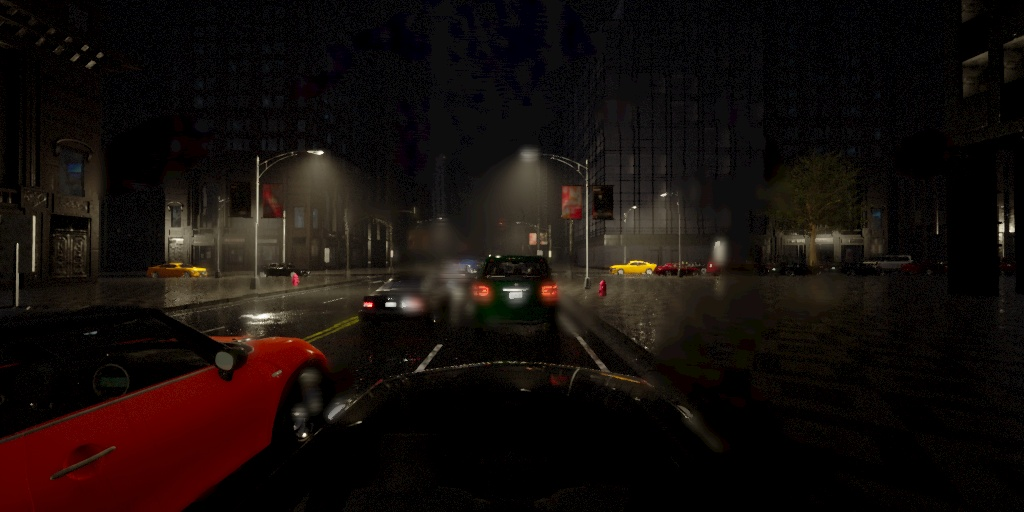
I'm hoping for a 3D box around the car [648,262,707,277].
[{"bbox_3d":[15.369,1.327,33.370,4.207,1.307,1.802,0,0,-1],"label":"car"}]

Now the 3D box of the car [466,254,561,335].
[{"bbox_3d":[0.115,0.979,10.670,2.150,2.045,5.566,0,0,0],"label":"car"}]

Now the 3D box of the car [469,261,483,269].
[{"bbox_3d":[-6.449,1.602,64.557,2.033,1.411,5.357,0,0,1],"label":"car"}]

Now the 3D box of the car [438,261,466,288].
[{"bbox_3d":[-3.121,1.280,21.491,2.128,1.511,4.902,0,0,0],"label":"car"}]

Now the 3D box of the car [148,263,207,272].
[{"bbox_3d":[-32.979,1.452,35.489,5.008,1.535,1.882,0,-1,0],"label":"car"}]

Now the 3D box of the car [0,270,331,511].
[{"bbox_3d":[-3.146,1.102,2.342,2.097,1.767,4.553,0,0,0],"label":"car"}]

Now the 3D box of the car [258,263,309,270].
[{"bbox_3d":[-22.556,1.432,35.460,4.892,1.490,1.837,0,-1,0],"label":"car"}]

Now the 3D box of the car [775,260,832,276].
[{"bbox_3d":[26.645,1.276,33.526,4.313,1.339,1.948,0,0,-1],"label":"car"}]

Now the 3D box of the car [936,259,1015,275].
[{"bbox_3d":[43.559,1.214,33.761,4.507,1.381,1.888,0,0,-1],"label":"car"}]

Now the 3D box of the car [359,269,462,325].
[{"bbox_3d":[-3.120,1.307,11.754,2.033,1.411,5.357,0,0,0],"label":"car"}]

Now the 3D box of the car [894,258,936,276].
[{"bbox_3d":[42.570,1.179,36.377,5.008,1.535,1.882,0,-1,0],"label":"car"}]

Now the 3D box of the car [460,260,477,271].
[{"bbox_3d":[-6.501,1.457,53.911,1.882,1.535,5.008,0,0,0],"label":"car"}]

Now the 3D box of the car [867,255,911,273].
[{"bbox_3d":[40.832,0.964,39.461,5.566,2.045,2.150,0,-1,0],"label":"car"}]

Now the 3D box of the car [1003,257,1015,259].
[{"bbox_3d":[49.197,0.973,33.839,5.009,1.841,2.192,0,0,-1],"label":"car"}]

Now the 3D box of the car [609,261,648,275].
[{"bbox_3d":[13.172,1.299,39.118,5.008,1.535,1.882,0,-1,-1],"label":"car"}]

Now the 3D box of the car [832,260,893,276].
[{"bbox_3d":[32.282,1.260,33.604,4.313,1.339,1.948,0,0,-1],"label":"car"}]

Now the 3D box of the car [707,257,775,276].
[{"bbox_3d":[21.008,1.041,33.448,5.009,1.841,2.192,0,0,-1],"label":"car"}]

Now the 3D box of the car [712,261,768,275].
[{"bbox_3d":[24.901,1.288,39.276,4.892,1.490,1.837,0,-1,-1],"label":"car"}]

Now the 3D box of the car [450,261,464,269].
[{"bbox_3d":[-9.707,1.576,63.829,1.812,1.442,4.674,0,0,1],"label":"car"}]
